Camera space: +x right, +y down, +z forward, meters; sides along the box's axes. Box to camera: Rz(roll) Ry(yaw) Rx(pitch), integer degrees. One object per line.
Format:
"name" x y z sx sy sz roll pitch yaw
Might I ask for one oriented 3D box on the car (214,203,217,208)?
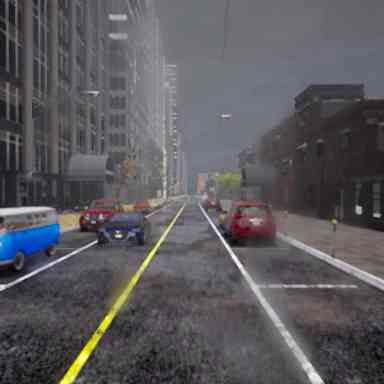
"car" 2.683 1.651 21.932 1.752 1.417 4.829 -1 0 0

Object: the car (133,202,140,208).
"car" -5.697 1.681 27.139 1.752 1.417 4.829 -1 0 0

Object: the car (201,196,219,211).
"car" 2.683 1.566 43.902 2.192 1.841 5.009 -1 0 0

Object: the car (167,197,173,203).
"car" -5.689 1.911 82.657 1.967 1.590 4.097 -1 0 0

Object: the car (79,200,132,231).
"car" -5.701 1.440 21.775 2.192 1.841 5.009 -1 0 0

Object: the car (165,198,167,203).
"car" -5.693 1.838 54.812 1.752 1.417 4.829 -1 0 0

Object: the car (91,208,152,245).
"car" -3.060 1.656 15.888 1.994 1.385 4.181 0 0 0

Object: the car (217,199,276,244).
"car" 2.678 1.409 16.229 2.192 1.841 5.009 -1 0 0

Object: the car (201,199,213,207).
"car" 2.690 1.927 60.503 1.802 1.307 4.206 -1 0 0

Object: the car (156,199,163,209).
"car" -5.694 1.806 49.278 1.752 1.417 4.829 -1 0 0

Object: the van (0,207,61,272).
"van" -5.702 1.403 10.706 1.690 1.788 3.998 -1 0 0

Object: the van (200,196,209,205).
"van" 2.688 1.749 71.573 1.690 1.788 3.998 -1 0 0

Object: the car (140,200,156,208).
"car" -5.695 1.764 38.378 1.887 1.381 4.507 -1 0 0
